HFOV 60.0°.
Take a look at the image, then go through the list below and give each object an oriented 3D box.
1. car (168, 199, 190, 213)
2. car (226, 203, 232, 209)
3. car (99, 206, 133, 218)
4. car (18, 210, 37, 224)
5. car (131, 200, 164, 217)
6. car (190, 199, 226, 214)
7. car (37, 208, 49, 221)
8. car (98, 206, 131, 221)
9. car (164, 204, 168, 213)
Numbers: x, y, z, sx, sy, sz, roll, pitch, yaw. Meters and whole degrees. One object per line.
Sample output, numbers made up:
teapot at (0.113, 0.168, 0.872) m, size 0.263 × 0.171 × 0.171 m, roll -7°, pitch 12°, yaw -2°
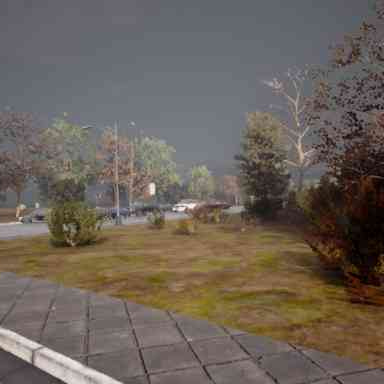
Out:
car at (-0.798, 2.193, 52.141) m, size 2.150 × 2.045 × 5.566 m, roll -3°, pitch -2°, yaw 33°
car at (4.771, 2.324, 54.131) m, size 1.882 × 1.535 × 5.008 m, roll -3°, pitch -2°, yaw 32°
car at (-10.052, 2.615, 44.036) m, size 1.994 × 1.385 × 4.181 m, roll -3°, pitch -2°, yaw 32°
car at (-15.749, 2.501, 35.047) m, size 2.128 × 1.511 × 4.902 m, roll -3°, pitch -2°, yaw 32°
car at (-6.471, 2.123, 43.186) m, size 2.150 × 2.045 × 5.566 m, roll -3°, pitch -2°, yaw 32°
car at (2.151, 1.962, 43.399) m, size 2.097 × 1.767 × 4.553 m, roll -3°, pitch -2°, yaw 32°
car at (-12.491, 2.348, 33.653) m, size 2.128 × 1.511 × 4.902 m, roll -3°, pitch -2°, yaw 32°
car at (-8.656, 2.295, 32.794) m, size 1.895 × 1.301 × 4.718 m, roll -3°, pitch -2°, yaw 33°
car at (-4.583, 2.607, 52.687) m, size 2.128 × 1.511 × 4.902 m, roll -3°, pitch -2°, yaw 32°
